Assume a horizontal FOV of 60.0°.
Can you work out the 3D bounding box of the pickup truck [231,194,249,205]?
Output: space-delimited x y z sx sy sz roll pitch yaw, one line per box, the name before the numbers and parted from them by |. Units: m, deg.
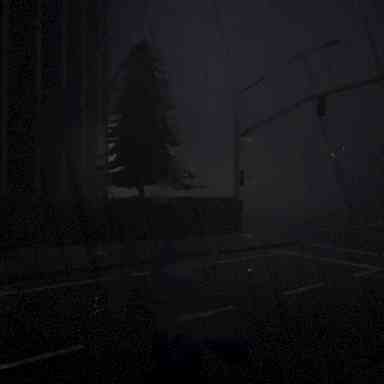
pickup truck | 9.090 1.466 63.785 2.390 2.098 6.274 0 0 -6
